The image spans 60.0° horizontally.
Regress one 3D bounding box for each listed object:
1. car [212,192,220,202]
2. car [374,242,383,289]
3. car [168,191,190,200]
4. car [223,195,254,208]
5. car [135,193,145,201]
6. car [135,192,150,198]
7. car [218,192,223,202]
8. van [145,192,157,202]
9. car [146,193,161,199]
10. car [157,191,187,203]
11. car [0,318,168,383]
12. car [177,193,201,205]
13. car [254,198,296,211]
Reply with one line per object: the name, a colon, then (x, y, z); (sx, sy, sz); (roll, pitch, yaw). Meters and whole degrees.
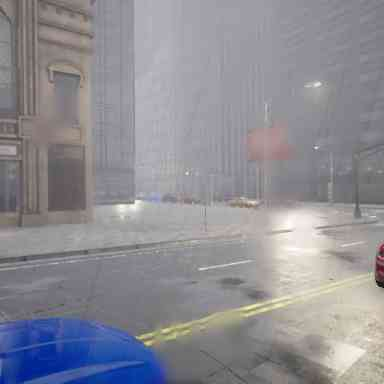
car: (3.718, 0.875, 61.447); (2.192, 1.841, 5.009); (0, 1, -35)
car: (6.347, 1.351, 7.869); (4.553, 1.767, 2.097); (0, 0, -35)
car: (-2.781, 0.770, 70.628); (2.192, 1.841, 5.009); (0, 1, -35)
car: (6.603, 1.336, 42.614); (1.752, 1.417, 4.829); (0, 1, -35)
car: (-9.743, 1.108, 65.708); (2.008, 1.369, 4.403); (0, 1, -35)
car: (-12.530, 0.830, 84.403); (1.887, 1.381, 4.507); (0, 1, -35)
car: (6.966, 1.177, 56.858); (1.947, 1.339, 4.313); (0, 1, -35)
van: (-6.492, 0.952, 61.116); (1.690, 1.788, 3.998); (0, 1, -35)
car: (-9.280, 0.925, 79.813); (1.802, 1.307, 4.206); (0, 1, -35)
car: (-3.243, 0.978, 56.524); (2.192, 1.841, 5.009); (0, 1, -35)
car: (-2.448, 1.478, 1.712); (5.008, 1.535, 1.882); (0, 0, -35)
car: (0.006, 1.258, 51.935); (1.887, 1.381, 4.507); (0, 1, -35)
car: (9.755, 1.399, 38.161); (1.887, 1.381, 4.507); (0, 1, -35)
